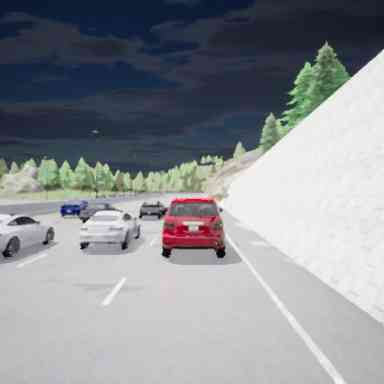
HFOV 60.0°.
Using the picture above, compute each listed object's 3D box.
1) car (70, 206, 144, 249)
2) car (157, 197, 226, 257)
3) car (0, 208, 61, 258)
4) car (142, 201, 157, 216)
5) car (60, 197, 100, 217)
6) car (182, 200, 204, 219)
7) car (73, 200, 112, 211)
[{"bbox_3d":[-3.422,1.522,14.379,1.812,1.442,4.674,0,0,0],"label":"car"},{"bbox_3d":[0.069,1.219,13.104,2.150,2.045,5.566,0,0,0],"label":"car"},{"bbox_3d":[-6.934,1.522,12.584,1.812,1.442,4.674,0,0,1],"label":"car"},{"bbox_3d":[-3.414,1.484,29.109,2.128,1.511,4.902,0,0,0],"label":"car"},{"bbox_3d":[-10.406,1.469,30.646,1.882,1.535,5.008,0,0,0],"label":"car"},{"bbox_3d":[0.091,1.516,30.110,1.812,1.442,4.674,0,0,0],"label":"car"},{"bbox_3d":[-6.943,1.540,25.386,2.033,1.411,5.357,0,0,1],"label":"car"}]
